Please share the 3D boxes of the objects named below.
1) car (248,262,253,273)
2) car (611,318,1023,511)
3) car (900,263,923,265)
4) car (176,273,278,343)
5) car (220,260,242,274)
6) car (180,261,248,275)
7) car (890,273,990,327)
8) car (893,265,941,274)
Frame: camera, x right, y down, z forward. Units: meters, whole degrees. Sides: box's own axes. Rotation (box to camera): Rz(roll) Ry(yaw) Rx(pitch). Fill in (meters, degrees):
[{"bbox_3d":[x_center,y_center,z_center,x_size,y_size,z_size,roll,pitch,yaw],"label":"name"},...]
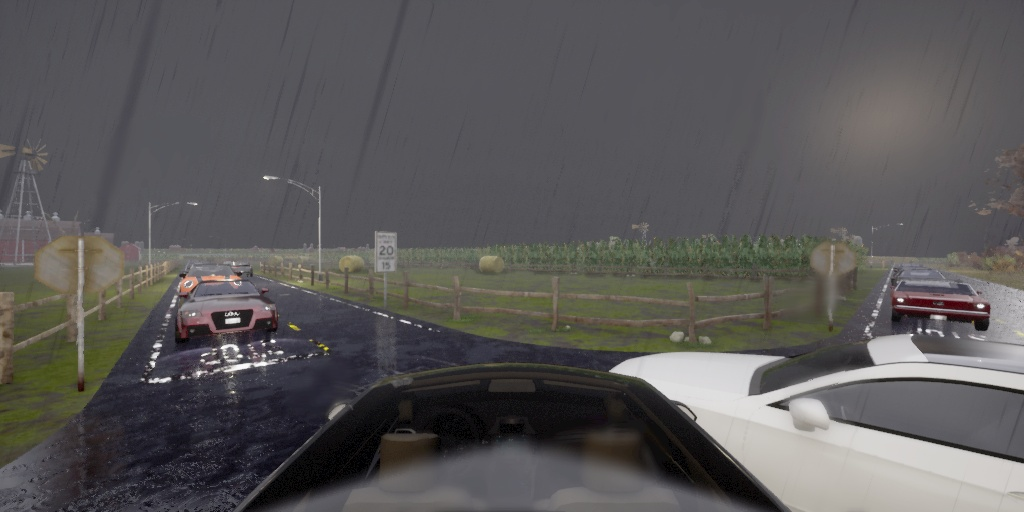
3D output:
[{"bbox_3d":[-27.071,1.281,35.630,2.128,1.511,4.902,0,0,-42],"label":"car"},{"bbox_3d":[2.833,1.294,2.405,1.812,1.442,4.674,0,1,-44],"label":"car"},{"bbox_3d":[27.289,1.401,24.348,4.181,1.385,1.994,0,1,-43],"label":"car"},{"bbox_3d":[-7.965,1.354,9.965,1.994,1.385,4.181,0,0,-43],"label":"car"},{"bbox_3d":[-33.811,1.302,43.070,1.837,1.490,4.892,0,0,-42],"label":"car"},{"bbox_3d":[-13.757,1.139,16.434,2.097,1.767,4.553,0,0,-42],"label":"car"},{"bbox_3d":[13.489,1.398,11.494,4.718,1.301,1.895,0,1,-43],"label":"car"},{"bbox_3d":[20.550,1.363,18.076,5.357,1.411,2.033,0,1,-43],"label":"car"}]
